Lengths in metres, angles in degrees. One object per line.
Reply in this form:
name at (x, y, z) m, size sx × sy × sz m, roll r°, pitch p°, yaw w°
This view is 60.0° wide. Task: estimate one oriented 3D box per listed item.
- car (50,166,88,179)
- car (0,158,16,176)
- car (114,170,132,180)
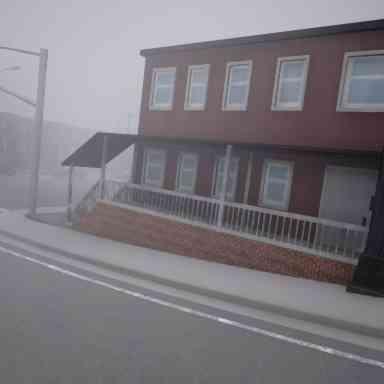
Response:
car at (-14.946, -2.475, 40.593) m, size 1.812 × 1.442 × 4.674 m, roll 10°, pitch 6°, yaw 36°
car at (-20.244, -2.653, 33.255) m, size 2.097 × 1.767 × 4.553 m, roll 10°, pitch 6°, yaw 36°
car at (-9.176, -2.470, 48.567) m, size 1.812 × 1.442 × 4.674 m, roll 10°, pitch 6°, yaw 35°
